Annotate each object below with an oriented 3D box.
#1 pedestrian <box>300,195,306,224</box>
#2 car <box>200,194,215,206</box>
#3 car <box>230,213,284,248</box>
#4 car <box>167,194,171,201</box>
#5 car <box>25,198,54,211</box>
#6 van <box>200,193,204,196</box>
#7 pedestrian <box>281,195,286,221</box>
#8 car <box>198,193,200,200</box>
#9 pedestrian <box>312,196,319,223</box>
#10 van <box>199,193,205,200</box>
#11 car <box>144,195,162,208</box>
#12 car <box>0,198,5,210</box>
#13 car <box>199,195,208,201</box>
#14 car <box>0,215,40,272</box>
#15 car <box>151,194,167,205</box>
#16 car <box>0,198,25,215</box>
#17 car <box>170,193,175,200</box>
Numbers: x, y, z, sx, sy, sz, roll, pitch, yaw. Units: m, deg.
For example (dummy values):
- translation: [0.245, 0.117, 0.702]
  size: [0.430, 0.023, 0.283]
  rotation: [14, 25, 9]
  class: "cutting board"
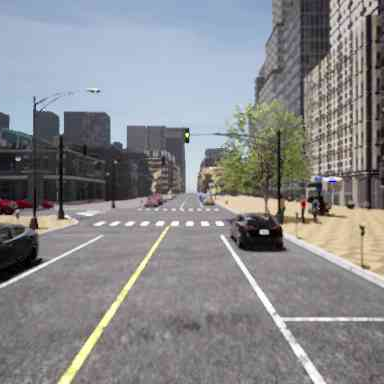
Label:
- translation: [7.134, 1.097, 21.433]
  size: [0.375, 1.860, 0.375]
  rotation: [0, 0, 0]
  class: "pedestrian"
- translation: [2.689, 1.395, 52.661]
  size: [1.752, 1.417, 4.829]
  rotation: [0, 0, 0]
  class: "car"
- translation: [2.692, 1.530, 14.462]
  size: [1.947, 1.339, 4.313]
  rotation: [0, 0, 0]
  class: "car"
- translation: [-5.692, 1.393, 63.591]
  size: [2.008, 1.369, 4.403]
  rotation: [0, 0, 0]
  class: "car"
- translation: [-17.272, 1.280, 35.939]
  size: [4.507, 1.381, 1.887]
  rotation: [1, -1, -1]
  class: "car"
- translation: [2.690, 1.197, 58.042]
  size: [1.690, 1.788, 3.998]
  rotation: [0, 0, 0]
  class: "van"
- translation: [6.117, 1.085, 22.633]
  size: [0.375, 1.860, 0.375]
  rotation: [0, 0, 0]
  class: "pedestrian"
- translation: [2.688, 1.380, 69.145]
  size: [2.008, 1.369, 4.403]
  rotation: [0, 0, 0]
  class: "car"
- translation: [8.134, 1.112, 22.033]
  size: [0.375, 1.860, 0.375]
  rotation: [0, 0, 0]
  class: "pedestrian"
- translation: [2.688, 1.117, 91.348]
  size: [1.690, 1.788, 3.998]
  rotation: [0, 0, 0]
  class: "van"
- translation: [-5.690, 1.465, 46.938]
  size: [1.802, 1.307, 4.206]
  rotation: [0, 0, 0]
  class: "car"
- translation: [-22.817, 1.249, 35.860]
  size: [4.206, 1.307, 1.802]
  rotation: [1, -1, -1]
  class: "car"
- translation: [2.688, 1.368, 80.247]
  size: [1.947, 1.339, 4.313]
  rotation: [0, 0, 0]
  class: "car"
- translation: [-5.687, 1.543, 8.922]
  size: [1.947, 1.339, 4.313]
  rotation: [0, 0, 0]
  class: "car"
- translation: [-5.690, 1.185, 52.488]
  size: [2.192, 1.841, 5.009]
  rotation: [0, 0, 0]
  class: "car"
- translation: [-17.150, 1.030, 27.564]
  size: [5.009, 1.841, 2.192]
  rotation: [1, -1, -1]
  class: "car"
- translation: [-5.693, 1.328, 80.074]
  size: [1.752, 1.417, 4.829]
  rotation: [0, 0, 0]
  class: "car"
